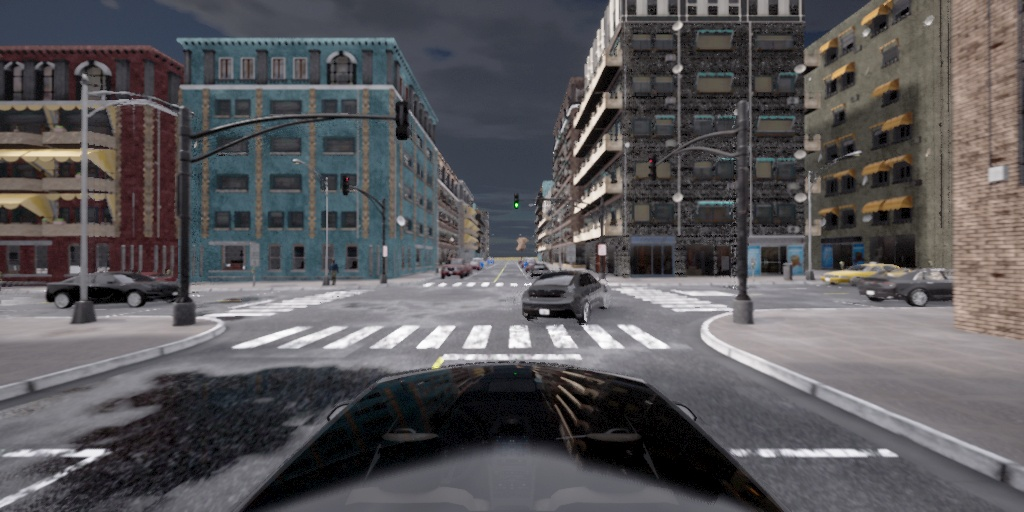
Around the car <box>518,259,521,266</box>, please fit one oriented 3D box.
[{"bbox_3d":[2.557,1.304,61.463,1.967,1.591,4.097,0,0,0],"label":"car"}]

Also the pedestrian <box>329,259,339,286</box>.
[{"bbox_3d":[-12.154,1.086,24.452,0.375,1.860,0.375,0,0,0],"label":"pedestrian"}]

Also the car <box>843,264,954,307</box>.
[{"bbox_3d":[15.601,1.109,13.413,4.403,1.370,2.007,0,0,0],"label":"car"}]

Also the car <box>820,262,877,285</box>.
[{"bbox_3d":[21.131,1.044,21.253,4.829,1.417,1.751,0,0,0],"label":"car"}]

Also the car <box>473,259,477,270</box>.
[{"bbox_3d":[-5.321,1.372,39.253,1.888,1.381,4.507,0,0,0],"label":"car"}]

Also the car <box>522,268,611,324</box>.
[{"bbox_3d":[1.960,1.240,12.064,1.837,1.490,4.892,-2,0,26],"label":"car"}]

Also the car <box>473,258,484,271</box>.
[{"bbox_3d":[-5.322,1.390,50.357,1.888,1.381,4.507,0,0,0],"label":"car"}]

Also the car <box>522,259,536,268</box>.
[{"bbox_3d":[2.559,1.418,44.807,1.802,1.307,4.207,0,0,0],"label":"car"}]

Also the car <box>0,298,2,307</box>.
[{"bbox_3d":[-22.494,1.469,13.699,4.097,1.591,1.967,0,0,0],"label":"car"}]

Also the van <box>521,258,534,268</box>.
[{"bbox_3d":[2.558,1.186,50.359,1.690,1.789,3.998,0,0,0],"label":"van"}]

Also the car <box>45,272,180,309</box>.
[{"bbox_3d":[-17.651,1.457,16.131,5.008,1.535,1.882,-1,0,0],"label":"car"}]

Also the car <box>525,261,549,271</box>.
[{"bbox_3d":[2.561,1.383,33.703,1.948,1.339,4.313,0,0,0],"label":"car"}]

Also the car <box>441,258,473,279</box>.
[{"bbox_3d":[-5.320,1.131,33.701,2.192,1.841,5.009,0,0,0],"label":"car"}]
